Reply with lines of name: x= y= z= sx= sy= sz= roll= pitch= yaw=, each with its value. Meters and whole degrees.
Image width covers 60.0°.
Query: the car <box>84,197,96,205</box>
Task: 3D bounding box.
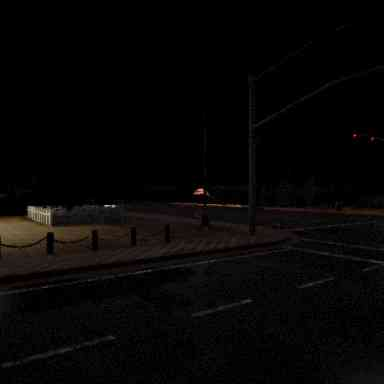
car: x=-18.215 y=1.564 z=56.076 sx=1.812 sy=1.442 sz=4.674 roll=0 pitch=0 yaw=-36

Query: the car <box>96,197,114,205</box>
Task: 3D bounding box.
car: x=-15.367 y=1.609 z=58.110 sx=2.033 sy=1.411 sz=5.357 roll=0 pitch=0 yaw=-36

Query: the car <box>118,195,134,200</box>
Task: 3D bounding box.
car: x=-18.430 y=1.514 z=92.498 sx=4.902 sy=1.511 sz=2.128 roll=0 pitch=0 yaw=-35
